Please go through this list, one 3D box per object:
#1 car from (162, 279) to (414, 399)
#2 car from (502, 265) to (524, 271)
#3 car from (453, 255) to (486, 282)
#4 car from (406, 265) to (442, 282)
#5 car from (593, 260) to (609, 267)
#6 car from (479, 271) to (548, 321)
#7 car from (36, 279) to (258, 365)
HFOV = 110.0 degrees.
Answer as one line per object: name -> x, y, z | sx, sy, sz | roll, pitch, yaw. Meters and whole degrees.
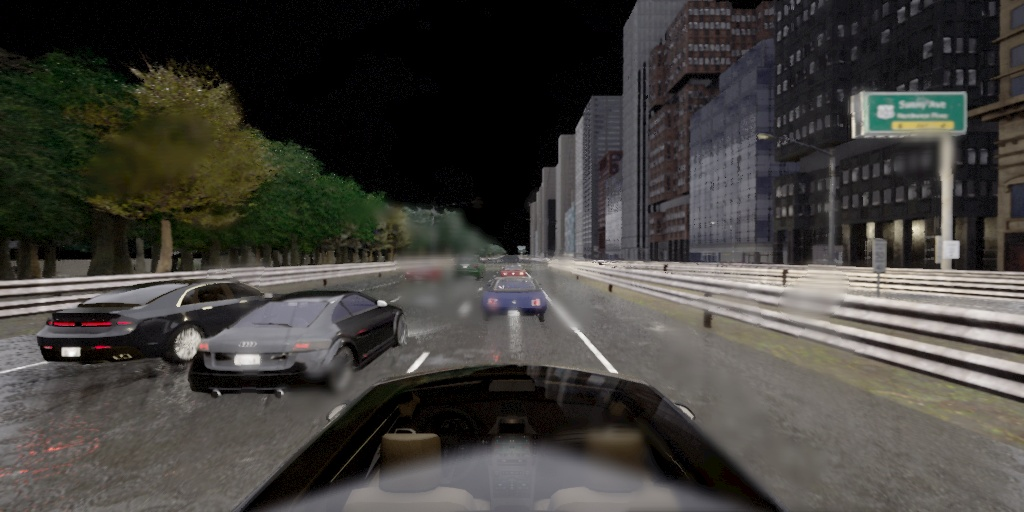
car -> -3.398, 1.313, 6.625 | 1.994, 1.385, 4.181 | 0, 0, 0
car -> 0.092, 1.358, 28.753 | 1.895, 1.301, 4.718 | 0, 0, 0
car -> -3.407, 0.979, 29.365 | 2.150, 2.045, 5.566 | 0, 0, 0
car -> -6.907, 1.358, 28.807 | 1.895, 1.301, 4.718 | 0, 0, 0
car -> 11.711, 1.343, 50.231 | 2.163, 1.488, 4.792 | 0, 0, -15
car -> 0.099, 1.351, 12.347 | 1.895, 1.301, 4.718 | 0, 0, 0
car -> -6.900, 1.254, 8.035 | 1.837, 1.490, 4.892 | 0, 0, 0
